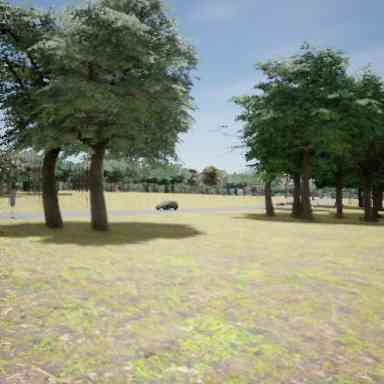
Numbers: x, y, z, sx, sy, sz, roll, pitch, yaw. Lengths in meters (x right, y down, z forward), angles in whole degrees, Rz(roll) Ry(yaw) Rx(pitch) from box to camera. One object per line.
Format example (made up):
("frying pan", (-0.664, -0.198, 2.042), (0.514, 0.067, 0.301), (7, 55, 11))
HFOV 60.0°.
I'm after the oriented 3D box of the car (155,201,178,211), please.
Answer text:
("car", (-4.991, 2.749, 66.911), (2.150, 2.045, 5.566), (1, -1, 35))
